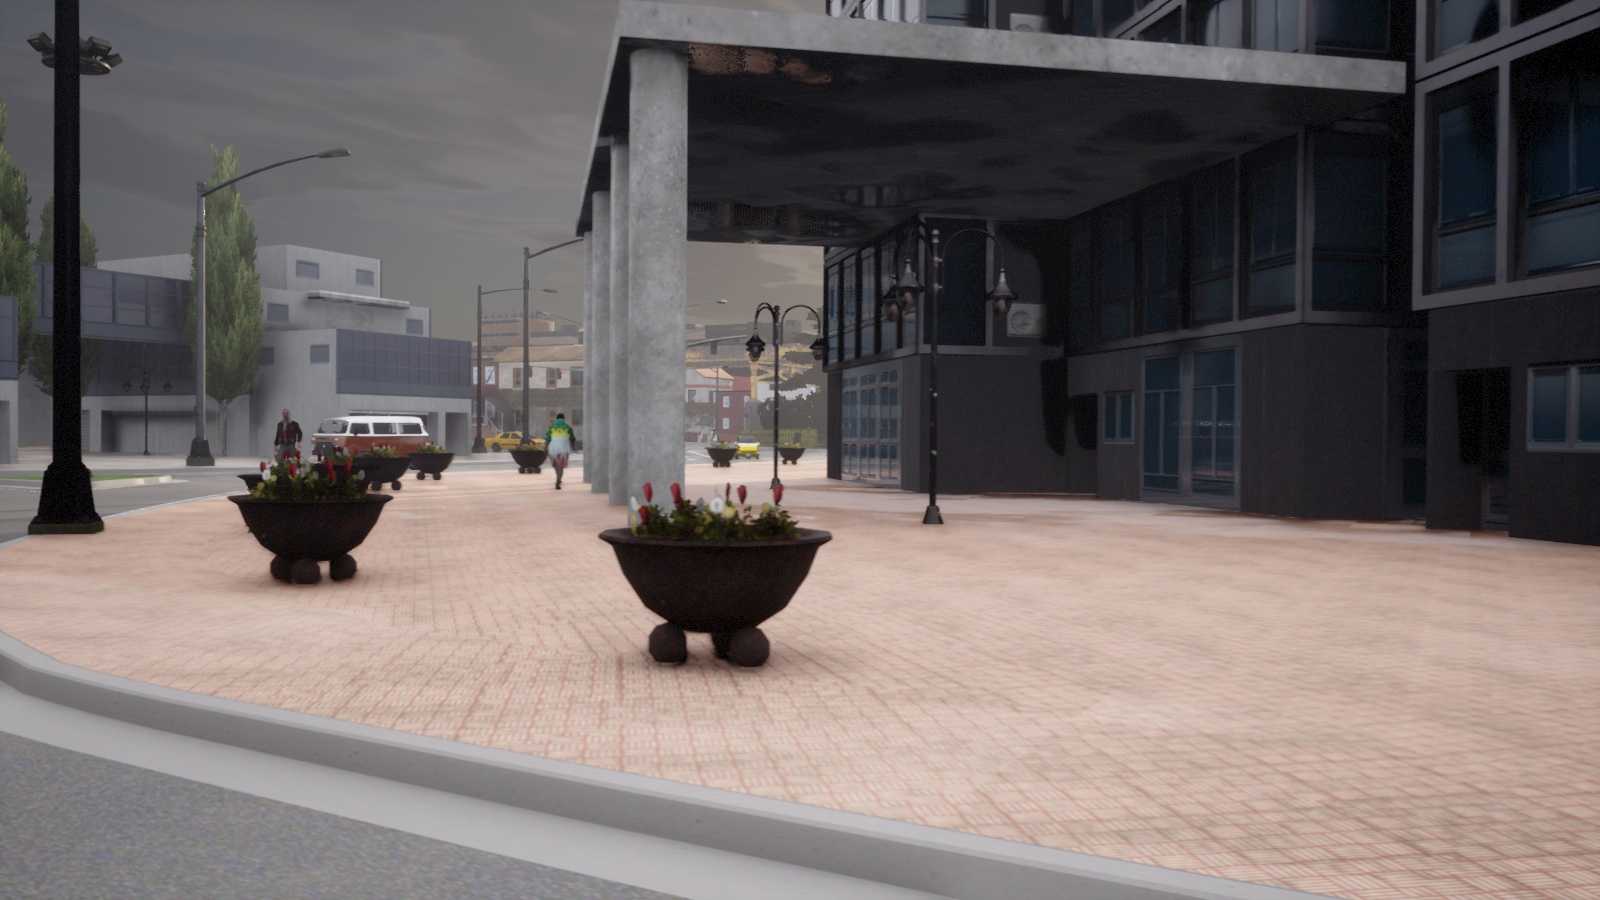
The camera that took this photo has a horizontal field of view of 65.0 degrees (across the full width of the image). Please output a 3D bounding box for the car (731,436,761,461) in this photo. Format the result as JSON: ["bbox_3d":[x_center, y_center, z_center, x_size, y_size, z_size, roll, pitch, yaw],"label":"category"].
[{"bbox_3d":[-3.150,-0.092,72.935,1.481,1.376,2.207,0,0,-11],"label":"car"}]

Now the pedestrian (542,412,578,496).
[{"bbox_3d":[-5.703,0.093,29.851,0.659,1.952,0.873,-1,1,0],"label":"pedestrian"}]

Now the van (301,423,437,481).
[{"bbox_3d":[-15.803,0.037,46.302,2.069,2.038,4.480,0,1,29],"label":"van"}]

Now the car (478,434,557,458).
[{"bbox_3d":[-19.309,-0.262,85.831,5.366,1.575,1.801,0,1,28],"label":"car"}]

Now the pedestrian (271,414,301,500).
[{"bbox_3d":[-11.252,0.154,27.517,0.376,1.854,0.720,-1,1,-3],"label":"pedestrian"}]
